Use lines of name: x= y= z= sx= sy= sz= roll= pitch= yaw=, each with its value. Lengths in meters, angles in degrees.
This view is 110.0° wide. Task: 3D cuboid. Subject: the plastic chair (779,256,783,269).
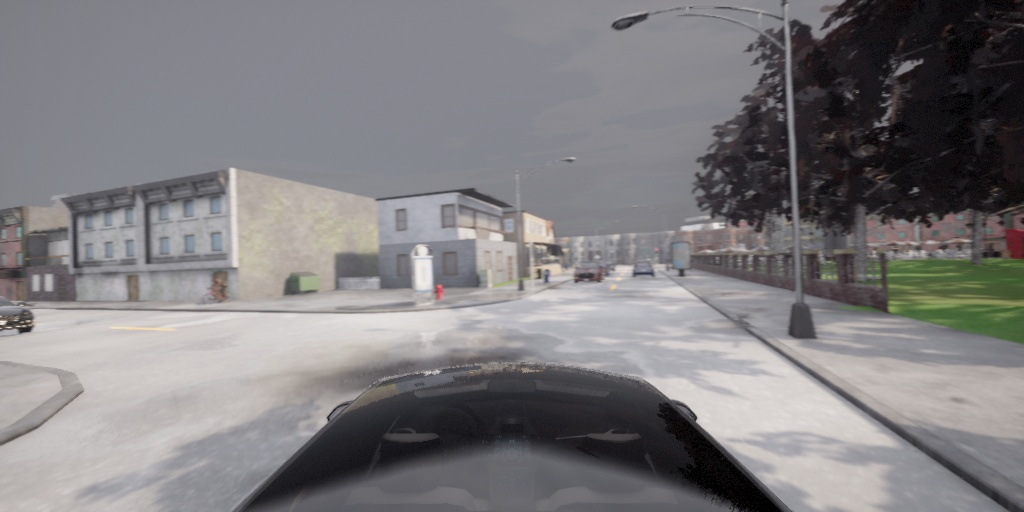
plastic chair: x=28.517 y=0.648 z=37.009 sx=0.730 sy=1.272 sz=0.750 roll=0 pitch=0 yaw=-16

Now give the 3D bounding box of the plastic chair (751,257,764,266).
plastic chair: x=30.638 y=0.667 z=44.982 sx=0.730 sy=1.272 sz=0.750 roll=0 pitch=0 yaw=-16

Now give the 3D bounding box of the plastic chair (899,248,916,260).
plastic chair: x=46.351 y=-0.023 z=42.039 sx=0.750 sy=1.272 sz=0.730 roll=0 pitch=0 yaw=-25

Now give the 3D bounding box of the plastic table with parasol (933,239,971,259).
plastic table with parasol: x=49.930 y=-0.719 z=40.157 sx=2.482 sy=2.480 sz=2.482 roll=0 pitch=0 yaw=-21

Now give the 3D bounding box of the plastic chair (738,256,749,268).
plastic chair: x=25.969 y=0.799 z=40.687 sx=0.750 sy=1.272 sz=0.730 roll=0 pitch=0 yaw=-21

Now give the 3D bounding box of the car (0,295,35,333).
car: x=-19.898 y=2.181 z=13.153 sx=4.892 sy=1.490 sz=1.837 roll=-2 pitch=-1 yaw=19

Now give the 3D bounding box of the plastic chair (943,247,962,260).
plastic chair: x=48.716 y=-0.075 z=39.623 sx=0.730 sy=1.272 sz=0.750 roll=0 pitch=0 yaw=-16

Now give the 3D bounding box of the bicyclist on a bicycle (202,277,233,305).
bicyclist on a bicycle: x=-17.358 y=2.029 z=21.160 sx=0.582 sy=1.620 sz=1.656 roll=-3 pitch=0 yaw=19

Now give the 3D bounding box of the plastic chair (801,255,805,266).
plastic chair: x=30.097 y=0.568 z=36.361 sx=0.750 sy=1.272 sz=0.730 roll=0 pitch=0 yaw=-21

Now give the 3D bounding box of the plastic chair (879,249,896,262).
plastic chair: x=44.777 y=0.038 z=42.734 sx=0.730 sy=1.272 sz=0.750 roll=0 pitch=0 yaw=-19

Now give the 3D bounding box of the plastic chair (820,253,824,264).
plastic chair: x=34.019 y=0.322 z=39.711 sx=0.750 sy=1.272 sz=0.730 roll=0 pitch=0 yaw=-20

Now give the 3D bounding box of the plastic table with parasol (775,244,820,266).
plastic table with parasol: x=29.731 y=-0.004 z=37.544 sx=2.482 sy=2.480 sz=2.482 roll=0 pitch=0 yaw=-21

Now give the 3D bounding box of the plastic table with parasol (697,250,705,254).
plastic table with parasol: x=29.797 y=0.259 z=54.884 sx=2.482 sy=2.480 sz=2.482 roll=0 pitch=0 yaw=-21

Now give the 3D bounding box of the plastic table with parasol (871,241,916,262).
plastic table with parasol: x=45.852 y=-0.582 z=43.105 sx=2.482 sy=2.480 sz=2.482 roll=0 pitch=0 yaw=-19

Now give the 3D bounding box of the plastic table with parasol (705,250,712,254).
plastic table with parasol: x=29.031 y=0.190 z=49.615 sx=2.482 sy=2.480 sz=2.482 roll=0 pitch=0 yaw=-21

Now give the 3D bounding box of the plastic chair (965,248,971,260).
plastic chair: x=50.296 y=-0.145 z=38.974 sx=0.750 sy=1.272 sz=0.730 roll=0 pitch=0 yaw=-21

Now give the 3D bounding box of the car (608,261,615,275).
car: x=9.445 y=1.401 z=38.235 sx=2.033 sy=1.411 sz=5.357 roll=-2 pitch=-1 yaw=19

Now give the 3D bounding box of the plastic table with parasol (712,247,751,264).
plastic table with parasol: x=25.602 y=0.203 z=41.869 sx=2.482 sy=2.480 sz=2.482 roll=0 pitch=0 yaw=-21

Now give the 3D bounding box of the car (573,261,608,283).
car: x=6.328 y=1.211 z=29.245 sx=2.097 sy=1.767 sz=4.553 roll=-2 pitch=-1 yaw=19

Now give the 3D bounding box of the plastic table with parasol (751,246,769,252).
plastic table with parasol: x=31.826 y=-0.005 z=45.510 sx=2.482 sy=2.480 sz=2.482 roll=0 pitch=0 yaw=-23

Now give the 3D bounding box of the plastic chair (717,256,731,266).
plastic chair: x=24.390 y=0.875 z=41.335 sx=0.730 sy=1.272 sz=0.750 roll=0 pitch=0 yaw=-16

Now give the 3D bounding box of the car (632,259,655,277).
car: x=12.441 y=1.246 z=34.065 sx=1.994 sy=1.385 sz=4.181 roll=-2 pitch=-1 yaw=19
